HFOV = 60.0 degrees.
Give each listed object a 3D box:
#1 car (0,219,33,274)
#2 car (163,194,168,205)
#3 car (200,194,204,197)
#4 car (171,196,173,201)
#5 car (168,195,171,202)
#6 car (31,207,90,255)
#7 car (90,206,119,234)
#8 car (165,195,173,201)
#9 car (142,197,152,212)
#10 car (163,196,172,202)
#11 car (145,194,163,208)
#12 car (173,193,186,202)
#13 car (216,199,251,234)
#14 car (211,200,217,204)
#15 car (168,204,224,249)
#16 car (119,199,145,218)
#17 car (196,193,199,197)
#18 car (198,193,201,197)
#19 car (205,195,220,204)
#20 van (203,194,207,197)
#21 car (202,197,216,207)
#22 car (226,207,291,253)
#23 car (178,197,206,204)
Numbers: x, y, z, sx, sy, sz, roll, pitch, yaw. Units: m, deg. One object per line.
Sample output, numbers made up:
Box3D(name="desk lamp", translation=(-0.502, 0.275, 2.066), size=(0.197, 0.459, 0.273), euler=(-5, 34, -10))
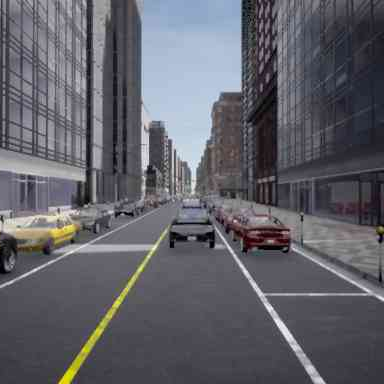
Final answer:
Box3D(name="car", translation=(-5.850, 1.564, 7.891), size=(1.947, 1.339, 4.313), euler=(1, 0, 0))
Box3D(name="car", translation=(-5.850, 1.565, 58.511), size=(1.887, 1.381, 4.507), euler=(1, 0, 0))
Box3D(name="car", translation=(2.678, 1.328, 47.255), size=(2.192, 1.841, 5.009), euler=(1, 0, 0))
Box3D(name="car", translation=(-5.850, 1.558, 75.216), size=(1.752, 1.417, 4.829), euler=(1, 0, 0))
Box3D(name="car", translation=(-5.848, 1.339, 64.137), size=(2.192, 1.841, 5.009), euler=(1, 0, 0))
Box3D(name="car", translation=(-5.849, 1.525, 13.346), size=(1.752, 1.417, 4.829), euler=(1, 0, 0))
Box3D(name="car", translation=(-5.850, 1.552, 19.140), size=(2.008, 1.369, 4.403), euler=(1, 0, 0))
Box3D(name="car", translation=(-5.850, 1.566, 86.465), size=(1.752, 1.417, 4.829), euler=(1, 0, 0))
Box3D(name="car", translation=(-5.850, 1.552, 36.014), size=(1.887, 1.381, 4.507), euler=(1, 0, 0))
Box3D(name="car", translation=(-5.850, 1.582, 81.010), size=(1.887, 1.381, 4.507), euler=(1, 0, 0))
Box3D(name="car", translation=(-5.848, 1.328, 47.263), size=(2.192, 1.841, 5.009), euler=(1, 0, 0))
Box3D(name="car", translation=(-3.000, 1.502, 76.719), size=(2.128, 1.511, 4.902), euler=(0, 0, 0))
Box3D(name="car", translation=(2.677, 1.442, 19.134), size=(1.967, 1.590, 4.097), euler=(1, 0, 0))
Box3D(name="car", translation=(2.676, 1.548, 24.758), size=(1.887, 1.381, 4.507), euler=(1, 0, 0))
Box3D(name="car", translation=(0.000, 1.496, 14.651), size=(2.128, 1.511, 4.902), euler=(0, 0, 0))
Box3D(name="car", translation=(-5.850, 1.570, 30.389), size=(1.947, 1.339, 4.313), euler=(1, 0, 0))
Box3D(name="car", translation=(2.678, 1.348, 75.377), size=(2.192, 1.841, 5.009), euler=(1, 0, 0))
Box3D(name="car", translation=(2.677, 1.465, 64.128), size=(1.967, 1.590, 4.097), euler=(1, 0, 0))
Box3D(name="car", translation=(2.677, 1.447, 36.007), size=(1.967, 1.590, 4.097), euler=(1, 0, 0))
Box3D(name="van", translation=(2.678, 1.351, 41.631), size=(1.690, 1.788, 3.998), euler=(1, 0, 0))
Box3D(name="car", translation=(2.676, 1.567, 52.879), size=(2.008, 1.369, 4.403), euler=(1, 0, 0))
Box3D(name="car", translation=(2.676, 1.545, 13.509), size=(1.887, 1.381, 4.507), euler=(1, 0, 0))
Box3D(name="car", translation=(0.000, 1.491, 29.652), size=(1.882, 1.535, 5.008), euler=(0, 0, 0))
